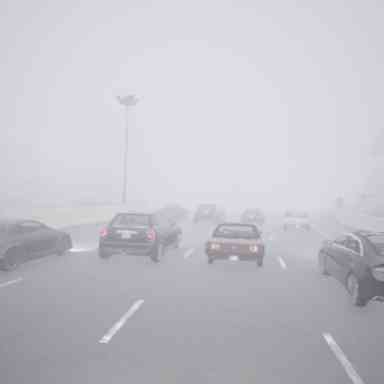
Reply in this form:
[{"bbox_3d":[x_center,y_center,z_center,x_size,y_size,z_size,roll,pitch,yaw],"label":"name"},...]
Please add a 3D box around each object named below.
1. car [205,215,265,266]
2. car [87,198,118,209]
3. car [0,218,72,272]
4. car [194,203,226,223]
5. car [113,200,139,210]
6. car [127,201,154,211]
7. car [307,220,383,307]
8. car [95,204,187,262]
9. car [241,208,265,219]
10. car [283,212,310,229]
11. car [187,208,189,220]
[{"bbox_3d":[1.698,1.812,12.600,1.895,1.301,4.718,1,-1,10],"label":"car"},{"bbox_3d":[-13.713,1.759,51.210,2.128,1.511,4.902,1,-1,20],"label":"car"},{"bbox_3d":[-5.680,1.543,10.811,1.994,1.385,4.181,2,-1,9],"label":"car"},{"bbox_3d":[1.625,1.769,28.909,2.097,1.767,4.553,1,-1,15],"label":"car"},{"bbox_3d":[-10.081,1.933,50.978,1.994,1.385,4.181,1,-1,20],"label":"car"},{"bbox_3d":[-7.360,2.012,48.272,1.895,1.301,4.718,1,-1,19],"label":"car"},{"bbox_3d":[4.549,1.730,8.355,2.128,1.511,4.902,2,-1,9],"label":"car"},{"bbox_3d":[-1.785,1.469,12.869,2.097,1.767,4.553,2,-1,10],"label":"car"},{"bbox_3d":[5.564,2.111,30.170,1.994,1.385,4.181,1,-1,15],"label":"car"},{"bbox_3d":[8.003,2.160,25.705,1.895,1.301,4.718,1,-1,14],"label":"car"},{"bbox_3d":[-1.589,1.840,30.476,2.128,1.511,4.902,1,-1,15],"label":"car"}]
